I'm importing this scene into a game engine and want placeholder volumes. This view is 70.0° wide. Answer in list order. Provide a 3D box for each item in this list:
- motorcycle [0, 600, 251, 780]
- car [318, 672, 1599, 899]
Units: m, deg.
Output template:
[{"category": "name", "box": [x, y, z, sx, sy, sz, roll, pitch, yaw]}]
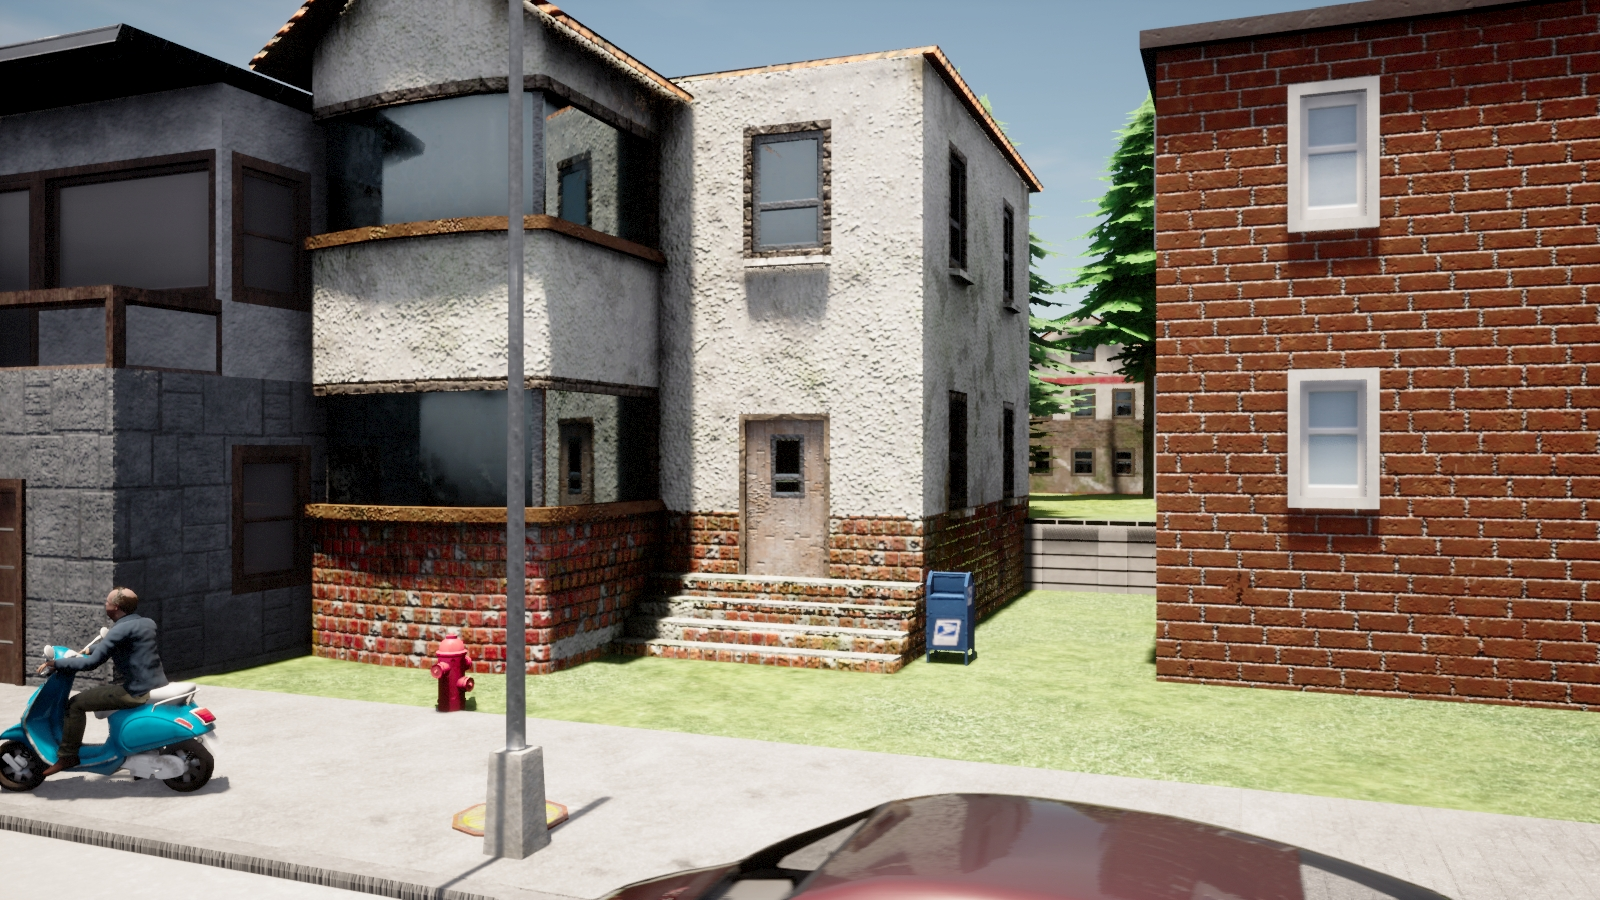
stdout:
[{"category": "motorcycle", "box": [-5.442, 1.858, 9.019, 1.805, 1.236, 0.856, 0, 0, 1]}, {"category": "car", "box": [0.519, 1.805, 3.801, 3.705, 1.549, 1.789, 0, 0, 21]}]
